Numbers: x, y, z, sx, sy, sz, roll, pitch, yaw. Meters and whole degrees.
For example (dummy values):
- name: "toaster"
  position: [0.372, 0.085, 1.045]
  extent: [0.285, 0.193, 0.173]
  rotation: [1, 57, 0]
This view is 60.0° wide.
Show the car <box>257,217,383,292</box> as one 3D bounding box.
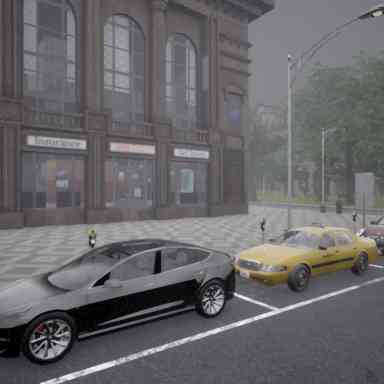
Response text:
- name: "car"
  position: [3.150, 1.526, 8.903]
  extent: [4.829, 1.417, 1.752]
  rotation: [0, 0, -36]

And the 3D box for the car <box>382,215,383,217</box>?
- name: "car"
  position: [7.712, 1.441, 12.163]
  extent: [4.097, 1.590, 1.967]
  rotation: [0, 0, -36]

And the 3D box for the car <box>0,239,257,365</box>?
- name: "car"
  position: [-1.136, 1.566, 5.841]
  extent: [4.313, 1.339, 1.947]
  rotation: [0, 0, -36]
